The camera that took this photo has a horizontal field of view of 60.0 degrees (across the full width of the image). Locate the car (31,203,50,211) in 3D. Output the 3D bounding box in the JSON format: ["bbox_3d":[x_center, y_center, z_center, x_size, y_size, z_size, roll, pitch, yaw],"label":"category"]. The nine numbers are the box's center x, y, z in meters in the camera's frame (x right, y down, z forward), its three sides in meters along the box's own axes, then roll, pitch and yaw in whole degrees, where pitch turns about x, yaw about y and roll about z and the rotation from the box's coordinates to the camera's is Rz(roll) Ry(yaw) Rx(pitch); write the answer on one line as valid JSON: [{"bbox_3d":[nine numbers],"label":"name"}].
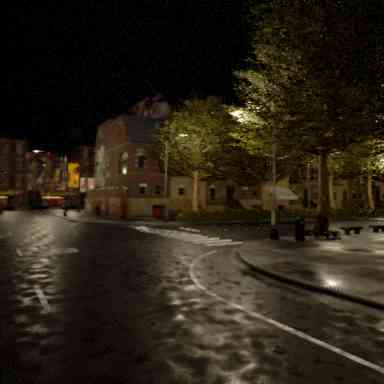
[{"bbox_3d":[-29.966,2.946,65.952,2.128,1.511,4.902,0,-1,5],"label":"car"}]

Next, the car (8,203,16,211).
[{"bbox_3d":[-33.581,2.827,59.224,1.895,1.301,4.718,1,-1,-4],"label":"car"}]

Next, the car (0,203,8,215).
[{"bbox_3d":[-26.864,2.437,45.311,1.837,1.490,4.892,0,-1,-22],"label":"car"}]

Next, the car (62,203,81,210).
[{"bbox_3d":[-25.618,3.127,70.871,1.994,1.385,4.181,0,-1,16],"label":"car"}]

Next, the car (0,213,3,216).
[{"bbox_3d":[-10.818,1.906,16.719,1.994,1.385,4.181,1,-2,-31],"label":"car"}]
